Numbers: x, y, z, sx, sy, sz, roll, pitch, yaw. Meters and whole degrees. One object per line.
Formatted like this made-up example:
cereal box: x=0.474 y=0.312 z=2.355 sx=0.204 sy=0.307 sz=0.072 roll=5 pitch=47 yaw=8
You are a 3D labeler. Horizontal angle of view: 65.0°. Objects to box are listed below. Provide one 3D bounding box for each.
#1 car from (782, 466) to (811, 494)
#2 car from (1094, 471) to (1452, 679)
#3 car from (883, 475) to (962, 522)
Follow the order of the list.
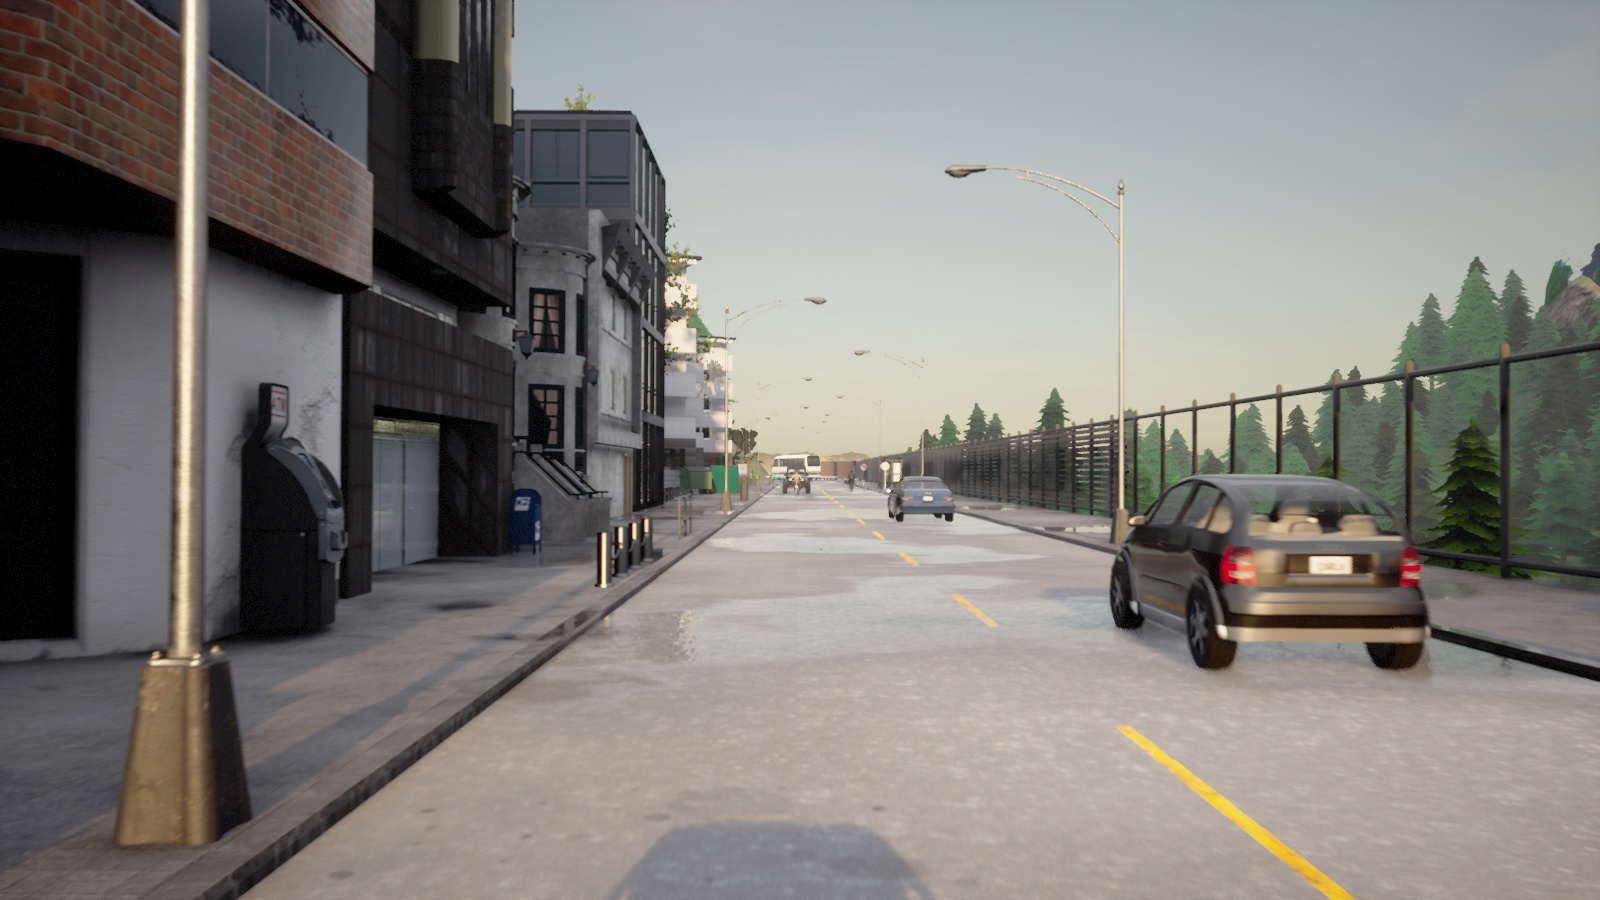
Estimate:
car: x=-0.221 y=2.052 z=86.046 sx=1.905 sy=1.878 sz=3.866 roll=0 pitch=-1 yaw=0
car: x=3.969 y=0.966 z=11.250 sx=1.789 sy=1.549 sz=3.705 roll=0 pitch=-1 yaw=0
car: x=3.894 y=1.529 z=40.748 sx=2.033 sy=1.411 sz=5.357 roll=0 pitch=-1 yaw=0
